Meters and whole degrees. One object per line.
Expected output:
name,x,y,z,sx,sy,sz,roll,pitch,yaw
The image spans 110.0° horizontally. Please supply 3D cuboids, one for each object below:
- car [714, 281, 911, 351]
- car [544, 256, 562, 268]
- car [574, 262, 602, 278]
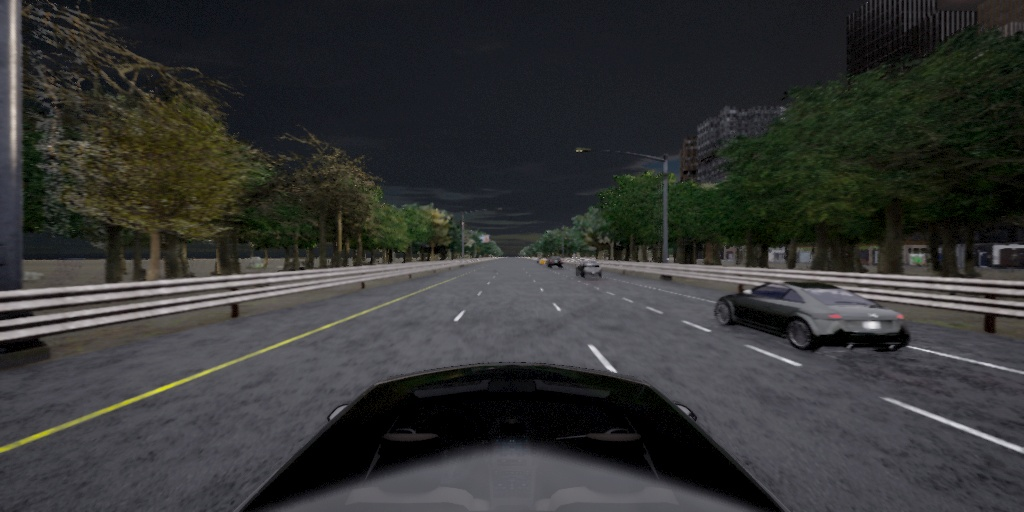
car,7.001,1.320,8.982,1.994,1.385,4.181,0,0,0
car,7.105,0.988,60.445,2.150,2.045,5.566,0,0,0
car,7.047,1.251,33.369,2.128,1.511,4.902,0,0,0
